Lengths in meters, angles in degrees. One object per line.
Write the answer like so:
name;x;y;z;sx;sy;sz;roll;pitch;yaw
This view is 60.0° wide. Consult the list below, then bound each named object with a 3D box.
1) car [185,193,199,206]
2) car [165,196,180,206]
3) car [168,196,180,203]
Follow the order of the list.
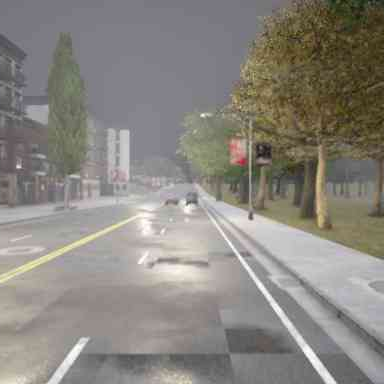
car;0.001;1.349;51.772;1.837;1.490;4.892;0;0;0
car;-3.248;1.364;52.602;1.812;1.442;4.674;0;0;0
car;-3.248;1.353;61.390;1.895;1.301;4.718;0;1;0
